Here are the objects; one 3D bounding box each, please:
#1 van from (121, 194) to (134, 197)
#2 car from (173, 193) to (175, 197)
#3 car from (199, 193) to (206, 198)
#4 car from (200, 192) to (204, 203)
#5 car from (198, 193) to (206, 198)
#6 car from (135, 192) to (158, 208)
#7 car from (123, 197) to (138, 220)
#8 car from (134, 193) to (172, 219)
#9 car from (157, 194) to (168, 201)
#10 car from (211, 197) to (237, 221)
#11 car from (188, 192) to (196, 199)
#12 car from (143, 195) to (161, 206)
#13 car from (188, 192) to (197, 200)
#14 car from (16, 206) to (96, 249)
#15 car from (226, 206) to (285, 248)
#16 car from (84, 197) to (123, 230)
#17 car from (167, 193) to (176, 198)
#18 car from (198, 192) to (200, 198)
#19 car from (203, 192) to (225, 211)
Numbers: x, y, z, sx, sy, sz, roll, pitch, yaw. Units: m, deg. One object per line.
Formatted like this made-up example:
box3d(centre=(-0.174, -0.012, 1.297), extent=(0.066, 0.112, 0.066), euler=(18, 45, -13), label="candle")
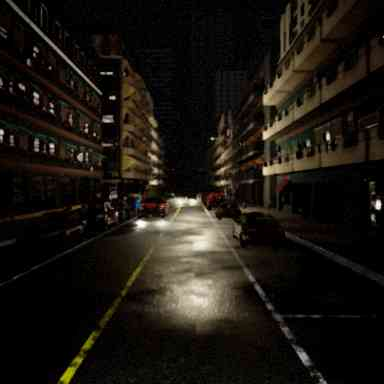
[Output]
box3d(centre=(-5.655, 1.109, 30.789), extent=(1.690, 1.788, 3.998), euler=(-1, 0, 0), label="van")
box3d(centre=(-5.661, 0.943, 81.208), extent=(2.008, 1.369, 4.403), euler=(-1, 0, 0), label="car")
box3d(centre=(2.721, 0.874, 86.947), extent=(1.752, 1.417, 4.829), euler=(-1, 0, 0), label="car")
box3d(centre=(2.699, 0.956, 47.562), extent=(2.192, 1.841, 5.009), euler=(-1, 0, 0), label="car")
box3d(centre=(2.724, 0.875, 92.379), extent=(1.947, 1.339, 4.313), euler=(-1, 0, 0), label="car")
box3d(centre=(-5.673, 0.999, 41.993), extent=(2.192, 1.841, 5.009), euler=(-1, 0, 0), label="car")
box3d(centre=(-5.655, 1.361, 25.189), extent=(2.008, 1.369, 4.403), euler=(-1, 0, 0), label="car")
box3d(centre=(-3.020, 1.149, 26.679), extent=(2.097, 1.767, 4.553), euler=(0, 1, 0), label="car")
box3d(centre=(-5.669, 1.099, 64.402), extent=(1.802, 1.307, 4.206), euler=(-1, 0, 0), label="car")
box3d(centre=(2.692, 1.333, 25.326), extent=(1.752, 1.417, 4.829), euler=(-1, 0, 0), label="car")
box3d(centre=(0.039, 0.797, 80.595), extent=(1.837, 1.490, 4.892), euler=(0, 0, 0), label="car")
box3d(centre=(-5.685, 1.193, 47.597), extent=(2.008, 1.369, 4.403), euler=(-1, 0, 0), label="car")
box3d(centre=(0.034, 0.966, 70.359), extent=(1.837, 1.490, 4.892), euler=(0, 0, 0), label="car")
box3d(centre=(-5.660, 1.476, 13.986), extent=(1.802, 1.307, 4.206), euler=(-1, 0, 0), label="car")
box3d(centre=(2.688, 1.476, 13.953), extent=(1.802, 1.307, 4.206), euler=(-1, 0, 0), label="car")
box3d(centre=(-5.659, 1.292, 19.586), extent=(1.967, 1.590, 4.097), euler=(-1, 0, 0), label="car")
box3d(centre=(-5.656, 0.860, 92.412), extent=(2.008, 1.369, 4.403), euler=(-1, 0, 0), label="car")
box3d(centre=(2.705, 0.873, 58.766), extent=(2.192, 1.841, 5.009), euler=(-1, 0, 0), label="car")
box3d(centre=(2.694, 1.040, 36.358), extent=(2.192, 1.841, 5.009), euler=(-1, 0, 0), label="car")
